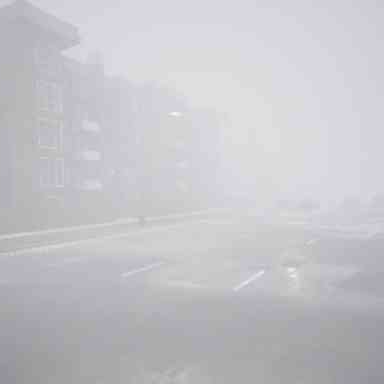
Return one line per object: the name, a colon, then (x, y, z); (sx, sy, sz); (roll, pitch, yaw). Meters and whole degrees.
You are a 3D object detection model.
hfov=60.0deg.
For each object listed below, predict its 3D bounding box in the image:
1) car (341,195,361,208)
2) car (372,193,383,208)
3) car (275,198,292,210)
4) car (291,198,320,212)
car: (20.134, 1.186, 42.168); (2.128, 1.511, 4.902); (-2, -1, 32)
car: (22.844, 0.925, 39.904); (2.097, 1.767, 4.553); (-2, -1, 32)
car: (11.981, 1.494, 42.270); (1.837, 1.490, 4.892); (-2, 0, 32)
car: (12.947, 1.409, 37.148); (1.837, 1.490, 4.892); (-2, 0, 32)
